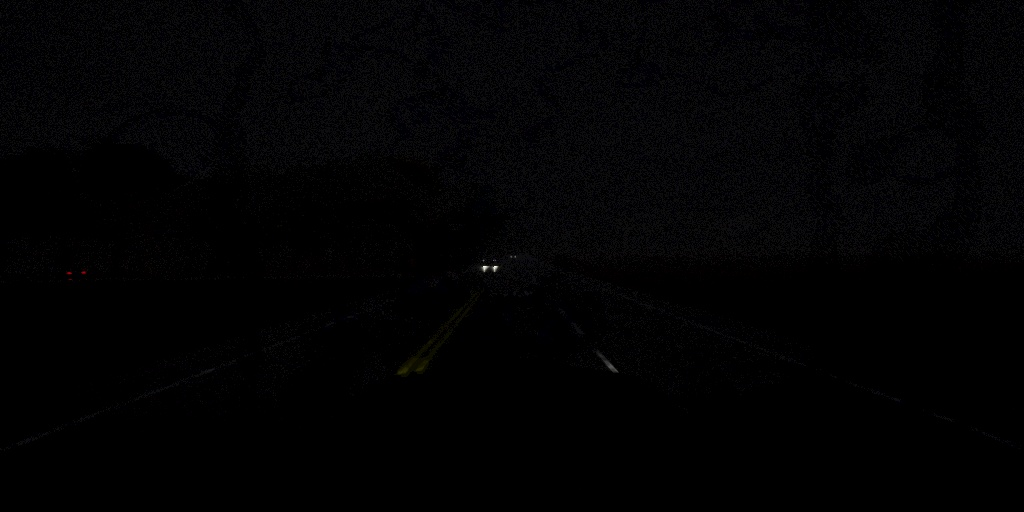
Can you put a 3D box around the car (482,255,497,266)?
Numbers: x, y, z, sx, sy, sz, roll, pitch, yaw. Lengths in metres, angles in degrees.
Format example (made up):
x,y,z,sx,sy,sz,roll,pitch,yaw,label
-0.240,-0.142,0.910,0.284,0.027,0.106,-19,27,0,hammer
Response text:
x,y,z,sx,sy,sz,roll,pitch,yaw,label
-3.427,0.625,55.945,2.097,1.767,4.553,0,1,0,car

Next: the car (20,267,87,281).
x,y,z,sx,sy,sz,roll,pitch,yaw,label
-48.888,1.876,38.318,5.357,1.411,2.033,-1,-1,1,car
